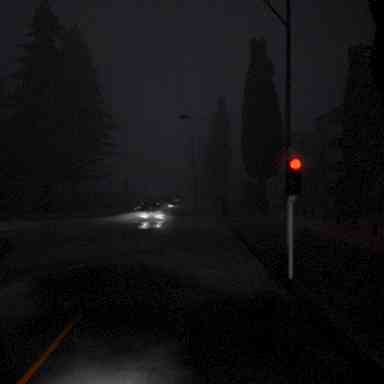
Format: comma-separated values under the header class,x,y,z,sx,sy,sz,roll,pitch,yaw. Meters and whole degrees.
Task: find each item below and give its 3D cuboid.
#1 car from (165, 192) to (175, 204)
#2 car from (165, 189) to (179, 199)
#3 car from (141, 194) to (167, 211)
class,x,y,z,sx,sy,sz,roll,pitch,yaw
car,-3.967,0.999,49.546,1.895,1.301,4.718,0,1,0
car,-3.820,0.415,68.356,2.150,2.045,5.566,0,1,0
car,-4.024,1.184,34.296,1.895,1.301,4.718,0,1,0
